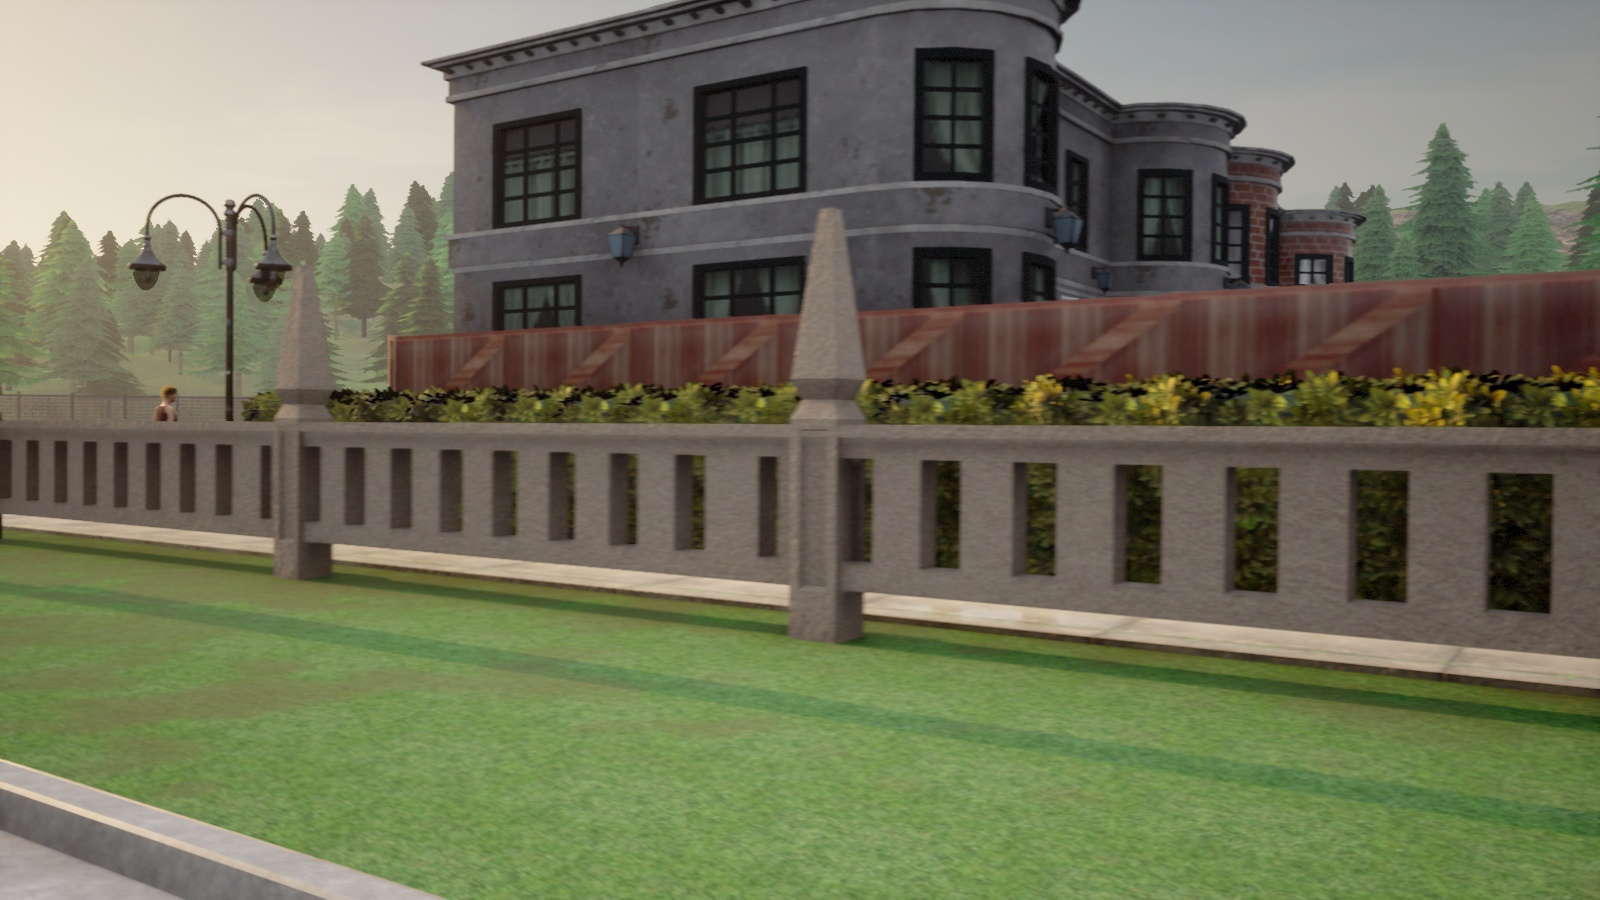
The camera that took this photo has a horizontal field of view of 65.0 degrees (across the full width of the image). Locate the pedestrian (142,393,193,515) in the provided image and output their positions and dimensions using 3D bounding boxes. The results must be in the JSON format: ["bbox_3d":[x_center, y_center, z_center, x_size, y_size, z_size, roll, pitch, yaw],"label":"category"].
[{"bbox_3d":[-9.716,0.060,19.298,0.345,1.836,0.594,0,1,39],"label":"pedestrian"}]
